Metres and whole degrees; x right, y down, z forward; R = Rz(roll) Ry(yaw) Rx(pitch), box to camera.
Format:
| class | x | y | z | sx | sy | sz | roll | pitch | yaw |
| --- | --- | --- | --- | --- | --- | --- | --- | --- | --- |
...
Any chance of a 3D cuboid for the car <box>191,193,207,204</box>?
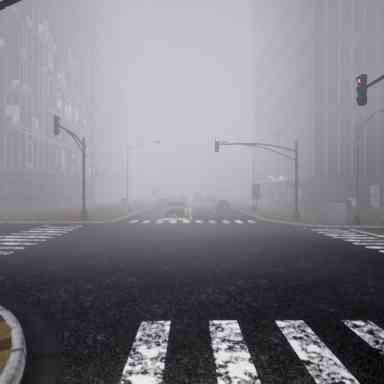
| class | x | y | z | sx | sy | sz | roll | pitch | yaw |
| --- | --- | --- | --- | --- | --- | --- | --- | --- | --- |
| car | 1.131 | 1.220 | 62.811 | 2.150 | 2.045 | 5.566 | 0 | 0 | 0 |

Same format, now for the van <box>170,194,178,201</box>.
| class | x | y | z | sx | sy | sz | roll | pitch | yaw |
| --- | --- | --- | --- | --- | --- | --- | --- | --- | --- |
| van | -4.414 | 1.321 | 80.448 | 1.690 | 1.788 | 3.998 | 0 | 0 | 0 |

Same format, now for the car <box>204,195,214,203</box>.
| class | x | y | z | sx | sy | sz | roll | pitch | yaw |
| --- | --- | --- | --- | --- | --- | --- | --- | --- | --- |
| car | 3.548 | 1.432 | 69.452 | 1.967 | 1.590 | 4.097 | 0 | 0 | 0 |

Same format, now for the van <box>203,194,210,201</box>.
| class | x | y | z | sx | sy | sz | roll | pitch | yaw |
| --- | --- | --- | --- | --- | --- | --- | --- | --- | --- |
| van | 3.466 | 1.321 | 80.506 | 1.690 | 1.788 | 3.998 | 0 | 0 | 0 |

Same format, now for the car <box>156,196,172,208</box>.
| class | x | y | z | sx | sy | sz | roll | pitch | yaw |
| --- | --- | --- | --- | --- | --- | --- | --- | --- | --- |
| car | -4.171 | 1.592 | 47.283 | 1.802 | 1.307 | 4.206 | 0 | 0 | 0 |

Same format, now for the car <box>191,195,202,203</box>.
| class | x | y | z | sx | sy | sz | roll | pitch | yaw |
| --- | --- | --- | --- | --- | --- | --- | --- | --- | --- |
| car | 0.957 | 1.512 | 73.157 | 2.128 | 1.511 | 4.902 | 0 | 0 | 0 |

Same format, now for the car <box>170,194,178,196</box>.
| class | x | y | z | sx | sy | sz | roll | pitch | yaw |
| --- | --- | --- | --- | --- | --- | --- | --- | --- | --- |
| car | -4.292 | 1.564 | 63.866 | 1.947 | 1.339 | 4.313 | 0 | 0 | 0 |

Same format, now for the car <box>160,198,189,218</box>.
| class | x | y | z | sx | sy | sz | roll | pitch | yaw |
| --- | --- | --- | --- | --- | --- | --- | --- | --- | --- |
| car | -1.562 | 1.565 | 31.151 | 2.033 | 1.411 | 5.357 | 0 | 0 | -1 |

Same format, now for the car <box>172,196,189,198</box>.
| class | x | y | z | sx | sy | sz | roll | pitch | yaw |
| --- | --- | --- | --- | --- | --- | --- | --- | --- | --- |
| car | -1.705 | 1.611 | 47.693 | 1.895 | 1.301 | 4.718 | 0 | 0 | 0 |

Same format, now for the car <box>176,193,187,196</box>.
| class | x | y | z | sx | sy | sz | roll | pitch | yaw |
| --- | --- | --- | --- | --- | --- | --- | --- | --- | --- |
| car | -1.754 | 1.345 | 67.541 | 2.097 | 1.767 | 4.553 | 0 | 0 | 0 |

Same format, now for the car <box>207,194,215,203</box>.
| class | x | y | z | sx | sy | sz | roll | pitch | yaw |
| --- | --- | --- | --- | --- | --- | --- | --- | --- | --- |
| car | 3.588 | 1.313 | 63.923 | 2.192 | 1.841 | 5.009 | 0 | 0 | 0 |

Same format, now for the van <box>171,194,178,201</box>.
| class | x | y | z | sx | sy | sz | roll | pitch | yaw |
| --- | --- | --- | --- | --- | --- | --- | --- | --- | --- |
| van | -4.454 | 1.315 | 85.976 | 1.690 | 1.788 | 3.998 | 0 | 0 | 0 |

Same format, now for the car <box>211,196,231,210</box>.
| class | x | y | z | sx | sy | sz | roll | pitch | yaw |
| --- | --- | --- | --- | --- | --- | --- | --- | --- | --- |
| car | 3.799 | 1.579 | 41.815 | 1.947 | 1.339 | 4.313 | 0 | 0 | 0 |
